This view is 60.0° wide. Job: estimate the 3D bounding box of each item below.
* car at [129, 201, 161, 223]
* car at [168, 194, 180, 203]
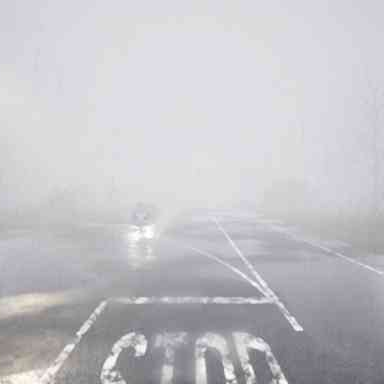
[{"bbox_3d":[-3.465,1.460,25.133,2.128,1.511,4.902,0,0,0],"label":"car"},{"bbox_3d":[-3.526,1.217,64.718,2.097,1.767,4.553,0,0,0],"label":"car"}]
